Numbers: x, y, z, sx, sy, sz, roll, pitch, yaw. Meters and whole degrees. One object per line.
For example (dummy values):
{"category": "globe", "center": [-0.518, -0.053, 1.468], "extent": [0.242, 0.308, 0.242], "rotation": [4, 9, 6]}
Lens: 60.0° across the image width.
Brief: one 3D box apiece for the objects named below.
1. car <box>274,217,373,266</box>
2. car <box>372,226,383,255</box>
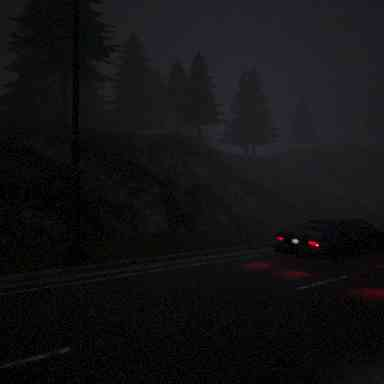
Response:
{"category": "car", "center": [5.253, 1.593, 11.790], "extent": [5.357, 1.411, 2.033], "rotation": [0, 0, -35]}
{"category": "car", "center": [7.281, 1.594, 8.938], "extent": [5.357, 1.411, 2.033], "rotation": [0, 0, -35]}
